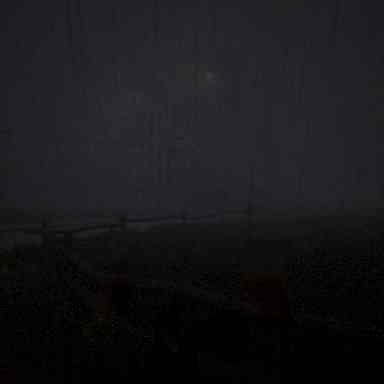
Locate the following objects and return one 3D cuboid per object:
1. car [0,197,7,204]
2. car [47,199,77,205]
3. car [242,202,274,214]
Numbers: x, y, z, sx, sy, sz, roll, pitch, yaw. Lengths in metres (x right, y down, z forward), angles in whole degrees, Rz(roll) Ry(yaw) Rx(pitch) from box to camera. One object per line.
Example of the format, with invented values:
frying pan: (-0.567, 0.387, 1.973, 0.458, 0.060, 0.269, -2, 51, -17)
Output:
car: (-38.924, 1.886, 66.143, 1.905, 1.878, 3.866, -1, 0, 38)
car: (-19.892, 1.855, 51.184, 2.242, 1.667, 4.611, -1, 0, 38)
car: (6.576, 1.672, 32.291, 1.994, 1.385, 4.181, -1, 0, 39)
